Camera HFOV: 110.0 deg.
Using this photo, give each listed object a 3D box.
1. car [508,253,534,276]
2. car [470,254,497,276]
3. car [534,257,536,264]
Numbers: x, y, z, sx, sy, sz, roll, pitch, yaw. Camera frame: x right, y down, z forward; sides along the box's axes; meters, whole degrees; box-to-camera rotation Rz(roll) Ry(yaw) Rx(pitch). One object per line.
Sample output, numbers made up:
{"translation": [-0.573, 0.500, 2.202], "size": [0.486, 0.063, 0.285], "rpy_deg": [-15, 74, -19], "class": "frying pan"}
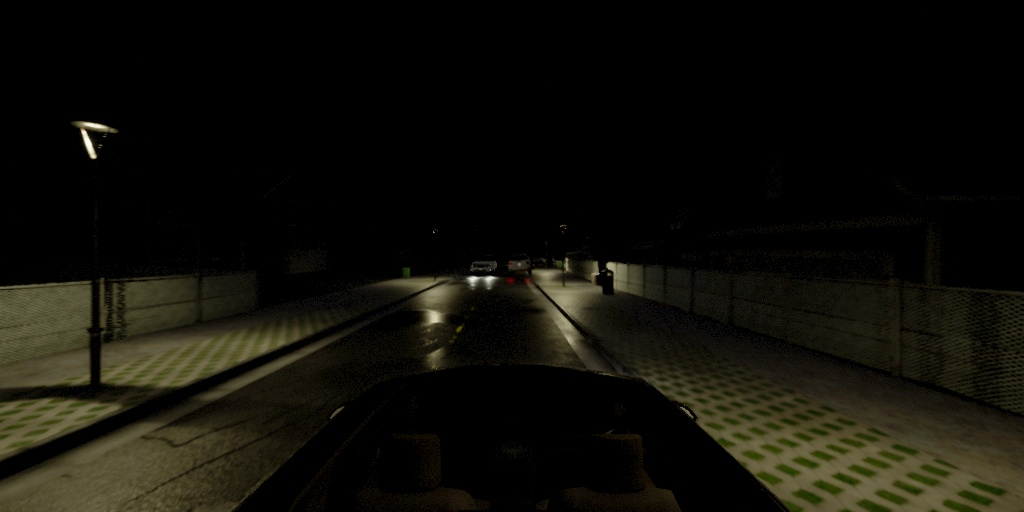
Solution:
{"translation": [0.793, 0.792, 35.361], "size": [2.150, 2.045, 5.566], "rpy_deg": [-5, 0, 3], "class": "car"}
{"translation": [-2.813, 0.861, 36.507], "size": [2.150, 2.045, 5.566], "rpy_deg": [0, 0, 3], "class": "car"}
{"translation": [1.790, 0.755, 54.046], "size": [2.150, 2.045, 5.566], "rpy_deg": [0, 0, 10], "class": "car"}
